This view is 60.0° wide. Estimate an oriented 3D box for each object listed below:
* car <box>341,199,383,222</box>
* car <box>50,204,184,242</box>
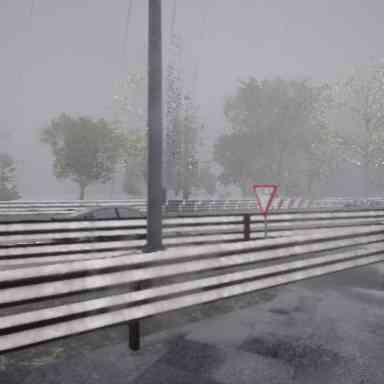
[{"bbox_3d":[13.034,1.272,24.078,4.902,1.511,2.128,0,0,-25],"label":"car"},{"bbox_3d":[-2.743,1.222,12.686,5.008,1.535,1.882,0,0,-26],"label":"car"}]
